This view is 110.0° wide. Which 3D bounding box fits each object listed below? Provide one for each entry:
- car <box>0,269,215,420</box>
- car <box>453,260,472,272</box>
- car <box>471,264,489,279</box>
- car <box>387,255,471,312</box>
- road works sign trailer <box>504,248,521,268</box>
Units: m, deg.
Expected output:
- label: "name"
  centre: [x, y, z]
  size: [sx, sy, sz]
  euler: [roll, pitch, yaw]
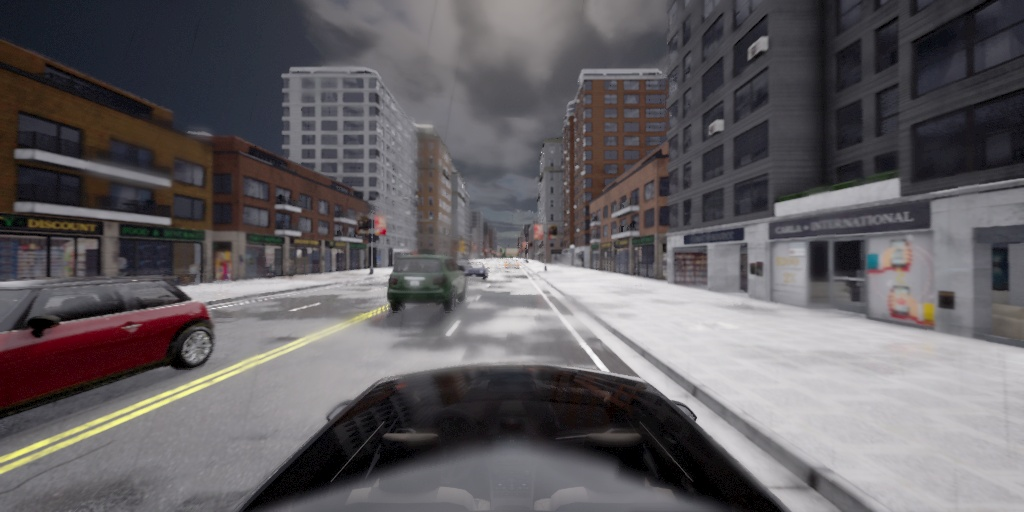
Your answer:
- label: "car"
  centre: [-6.599, 1.104, 4.748]
  size: [2.097, 1.767, 4.553]
  euler: [0, 0, 0]
- label: "car"
  centre: [-6.568, 1.294, 47.854]
  size: [1.837, 1.490, 4.892]
  euler: [0, -1, 0]
- label: "car"
  centre: [-3.146, 1.375, 32.298]
  size: [1.895, 1.301, 4.718]
  euler: [0, 0, 0]
- label: "car"
  centre: [-3.151, 0.981, 14.310]
  size: [2.150, 2.045, 5.566]
  euler: [0, 0, 0]
- label: "road works sign trailer"
  centre: [0.005, 0.265, 62.368]
  size: [2.380, 3.560, 2.880]
  euler: [0, 0, 0]
